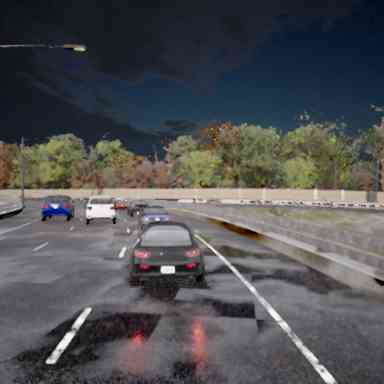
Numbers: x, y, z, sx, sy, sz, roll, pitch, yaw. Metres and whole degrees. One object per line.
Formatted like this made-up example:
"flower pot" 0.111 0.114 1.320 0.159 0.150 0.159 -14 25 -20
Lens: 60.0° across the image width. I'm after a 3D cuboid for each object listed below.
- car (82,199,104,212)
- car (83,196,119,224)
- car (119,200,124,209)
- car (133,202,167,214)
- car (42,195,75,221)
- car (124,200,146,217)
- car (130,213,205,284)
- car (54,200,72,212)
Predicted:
"car" -12.695 1.663 42.405 2.033 1.411 5.357 0 0 -23
"car" -7.031 1.295 26.028 2.150 2.045 5.566 0 0 -14
"car" -9.599 1.680 43.987 1.994 1.385 4.181 0 0 -23
"car" -2.458 1.600 21.179 2.033 1.411 5.357 0 0 -11
"car" -11.195 1.296 28.014 2.150 2.045 5.566 0 -1 -16
"car" -5.218 1.585 32.256 1.837 1.490 4.892 0 -1 -16
"car" -0.740 1.549 9.615 1.812 1.442 4.674 0 0 -5
"car" -16.547 1.722 42.433 1.895 1.301 4.718 0 0 -24
